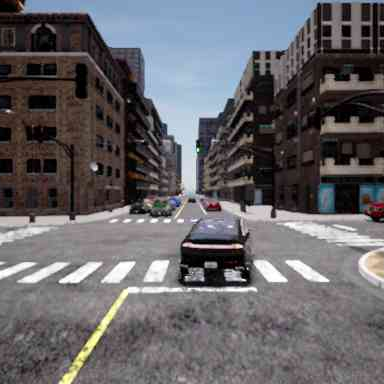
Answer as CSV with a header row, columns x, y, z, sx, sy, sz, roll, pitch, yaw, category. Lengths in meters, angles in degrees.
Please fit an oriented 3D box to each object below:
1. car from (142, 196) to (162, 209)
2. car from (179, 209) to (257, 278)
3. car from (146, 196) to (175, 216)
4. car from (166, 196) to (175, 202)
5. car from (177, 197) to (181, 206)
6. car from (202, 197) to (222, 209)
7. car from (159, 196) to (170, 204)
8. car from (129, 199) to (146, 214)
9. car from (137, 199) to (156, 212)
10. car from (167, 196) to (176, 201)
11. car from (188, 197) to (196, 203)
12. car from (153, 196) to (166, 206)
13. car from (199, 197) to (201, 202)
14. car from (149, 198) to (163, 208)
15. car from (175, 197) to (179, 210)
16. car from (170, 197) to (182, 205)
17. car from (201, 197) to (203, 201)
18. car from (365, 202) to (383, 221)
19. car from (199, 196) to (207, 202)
x,y,z,sx,sy,sz,roll,pitch,yaw,category
-5.694,1.447,47.670,2.192,1.841,5.009,0,0,0,car
0.920,1.500,10.257,2.128,1.511,4.902,0,0,11,car
-3.068,1.442,33.256,2.097,1.767,4.553,0,0,-1,car
-5.695,1.813,87.446,2.008,1.369,4.403,0,0,0,car
-3.011,1.628,53.556,1.882,1.535,5.008,0,0,0,car
2.686,1.556,41.990,1.967,1.590,4.097,0,0,0,car
-5.695,1.644,70.400,1.967,1.590,4.097,0,0,0,car
-5.693,1.665,36.304,1.947,1.339,4.313,0,0,0,car
-5.694,1.640,41.817,1.752,1.417,4.829,0,0,0,car
-5.696,1.832,93.128,2.008,1.369,4.403,0,0,0,car
-0.003,1.773,75.172,1.994,1.385,4.181,0,0,0,car
-5.694,1.608,59.035,1.967,1.590,4.097,0,0,0,car
2.686,1.750,59.037,1.802,1.307,4.206,0,0,0,car
-5.694,1.675,53.182,1.752,1.417,4.829,0,0,0,car
-3.083,1.720,43.188,1.895,1.301,4.718,0,0,0,car
-3.004,1.731,64.124,2.033,1.411,5.357,0,0,0,car
2.687,1.573,47.672,1.967,1.590,4.097,0,0,0,car
14.557,1.068,22.622,5.009,1.841,2.192,-1,1,0,car
2.685,1.793,81.766,2.008,1.369,4.403,0,0,0,car
